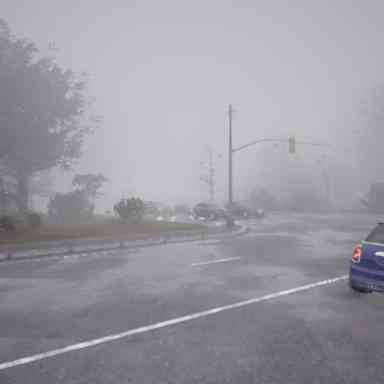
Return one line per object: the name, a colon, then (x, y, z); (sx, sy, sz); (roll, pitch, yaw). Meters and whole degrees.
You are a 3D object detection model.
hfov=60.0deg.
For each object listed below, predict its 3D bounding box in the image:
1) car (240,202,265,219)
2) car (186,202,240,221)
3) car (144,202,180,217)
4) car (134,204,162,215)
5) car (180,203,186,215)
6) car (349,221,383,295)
car: (4.567, 1.633, 30.848); (2.128, 1.511, 4.902); (0, -1, -34)
car: (1.693, 1.646, 28.912); (1.837, 1.490, 4.892); (0, -1, -30)
car: (-3.726, 1.844, 37.291); (2.097, 1.767, 4.553); (0, -3, -33)
car: (-6.394, 2.504, 47.924); (2.128, 1.511, 4.902); (0, -3, -33)
car: (-0.760, 2.035, 39.147); (2.033, 1.411, 5.357); (0, -3, -33)
car: (5.601, 1.348, 7.465); (4.553, 1.767, 2.097); (0, 0, -34)
